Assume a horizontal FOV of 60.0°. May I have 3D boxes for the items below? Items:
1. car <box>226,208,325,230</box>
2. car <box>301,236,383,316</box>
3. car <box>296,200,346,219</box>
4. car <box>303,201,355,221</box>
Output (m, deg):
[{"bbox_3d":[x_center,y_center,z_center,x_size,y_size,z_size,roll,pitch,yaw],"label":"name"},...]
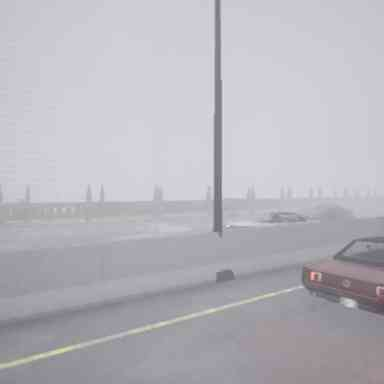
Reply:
[{"bbox_3d":[3.742,1.592,15.262,4.718,1.301,1.895,0,0,-36],"label":"car"},{"bbox_3d":[4.482,1.595,6.945,4.718,1.301,1.895,0,0,-36],"label":"car"},{"bbox_3d":[11.424,1.506,29.337,4.674,1.442,1.812,0,0,-35],"label":"car"},{"bbox_3d":[9.420,1.532,23.611,5.357,1.411,2.033,0,0,-35],"label":"car"}]
